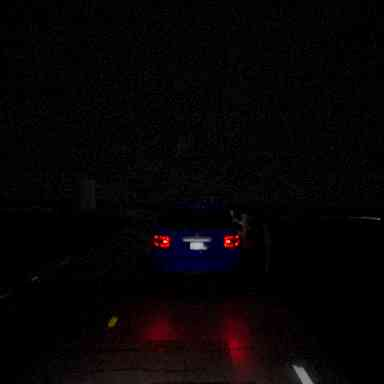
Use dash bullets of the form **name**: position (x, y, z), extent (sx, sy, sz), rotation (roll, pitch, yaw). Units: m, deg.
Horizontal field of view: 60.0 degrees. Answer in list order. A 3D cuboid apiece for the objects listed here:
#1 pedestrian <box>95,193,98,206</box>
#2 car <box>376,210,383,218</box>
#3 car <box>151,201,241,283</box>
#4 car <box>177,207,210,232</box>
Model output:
- **pedestrian**: position (-12.091, 0.978, 41.604), extent (0.375, 1.860, 0.375), rotation (0, 1, 0)
- **car**: position (23.663, 2.449, 38.467), extent (4.181, 1.385, 1.994), rotation (2, 2, 0)
- **car**: position (0.090, 1.263, 9.909), extent (2.150, 2.045, 5.566), rotation (0, 0, 0)
- **car**: position (0.043, 1.690, 21.591), extent (1.895, 1.301, 4.718), rotation (0, 0, -1)
